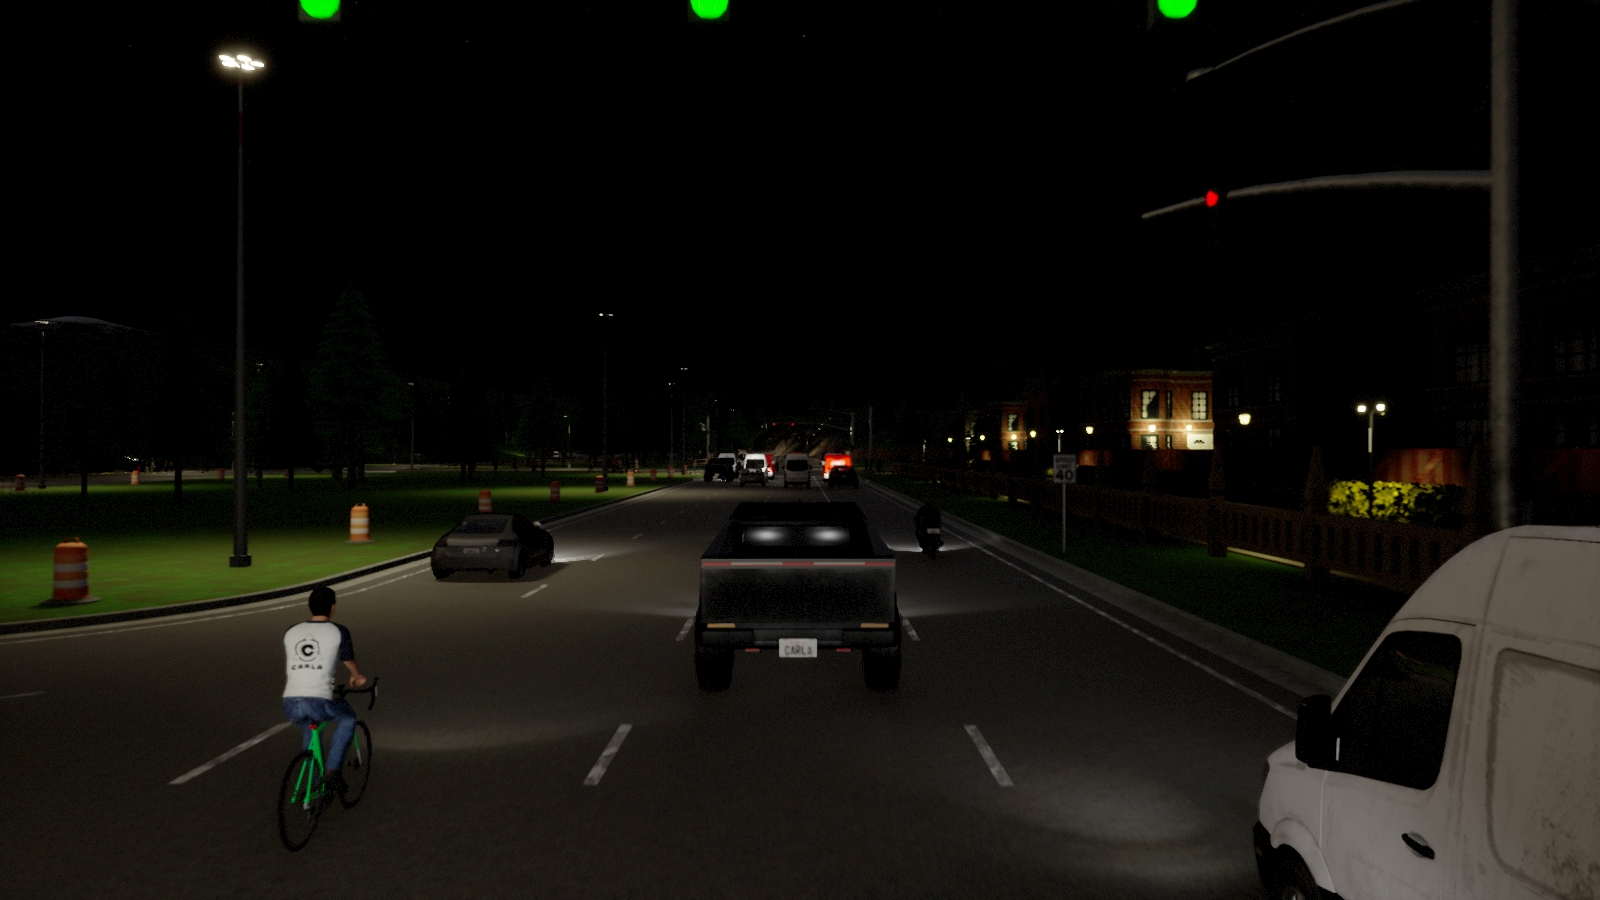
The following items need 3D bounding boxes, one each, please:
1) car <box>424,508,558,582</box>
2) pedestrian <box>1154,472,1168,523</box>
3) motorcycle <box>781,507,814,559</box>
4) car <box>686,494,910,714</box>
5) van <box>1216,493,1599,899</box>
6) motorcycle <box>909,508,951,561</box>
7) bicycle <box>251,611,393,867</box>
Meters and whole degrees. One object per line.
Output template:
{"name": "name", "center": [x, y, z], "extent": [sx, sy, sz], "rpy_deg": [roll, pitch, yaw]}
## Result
{"name": "car", "center": [-7.056, 2.136, 26.536], "extent": [1.994, 1.385, 4.181], "rpy_deg": [0, 0, 0]}
{"name": "pedestrian", "center": [13.243, 1.727, 41.924], "extent": [0.375, 1.860, 0.375], "rpy_deg": [0, 0, -3]}
{"name": "motorcycle", "center": [-0.067, 2.224, 30.915], "extent": [0.867, 1.251, 2.209], "rpy_deg": [0, 0, 0]}
{"name": "car", "center": [-0.029, 1.764, 15.296], "extent": [2.390, 2.098, 6.274], "rpy_deg": [0, 0, 0]}
{"name": "van", "center": [3.490, 1.538, 3.884], "extent": [1.988, 2.561, 5.915], "rpy_deg": [0, 0, 0]}
{"name": "motorcycle", "center": [3.435, 2.224, 30.463], "extent": [0.867, 1.251, 2.209], "rpy_deg": [0, 0, 0]}
{"name": "bicycle", "center": [-3.512, 2.062, 8.514], "extent": [0.373, 1.496, 1.643], "rpy_deg": [0, 0, 0]}
